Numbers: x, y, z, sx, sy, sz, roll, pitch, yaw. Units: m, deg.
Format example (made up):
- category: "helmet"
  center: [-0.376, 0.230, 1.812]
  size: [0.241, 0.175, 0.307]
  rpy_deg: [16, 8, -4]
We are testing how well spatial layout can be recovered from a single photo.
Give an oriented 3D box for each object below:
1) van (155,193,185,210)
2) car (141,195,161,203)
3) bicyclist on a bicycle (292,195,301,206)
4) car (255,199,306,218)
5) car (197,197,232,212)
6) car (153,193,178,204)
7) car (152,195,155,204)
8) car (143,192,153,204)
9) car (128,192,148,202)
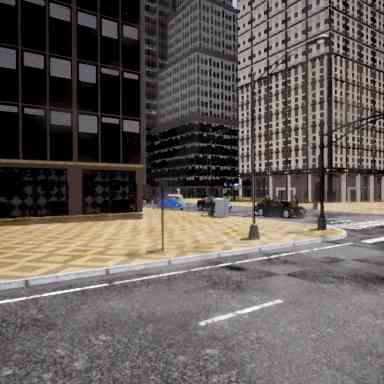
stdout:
- category: "van"
  center: [-2.377, 1.208, 39.539]
  size: [1.690, 1.788, 3.998]
  rpy_deg: [0, 0, -34]
- category: "car"
  center: [-7.838, 1.235, 62.590]
  size: [1.887, 1.381, 4.507]
  rpy_deg: [0, 0, -34]
- category: "bicyclist on a bicycle"
  center: [12.012, 1.114, 38.461]
  size: [1.656, 1.620, 0.582]
  rpy_deg: [-1, 1, -34]
- category: "car"
  center: [7.706, 1.417, 29.234]
  size: [1.837, 1.490, 4.892]
  rpy_deg: [-1, 1, -34]
- category: "car"
  center: [2.432, 1.359, 37.042]
  size: [2.128, 1.511, 4.902]
  rpy_deg: [-1, 1, -34]
- category: "car"
  center: [-4.737, 1.032, 57.999]
  size: [2.192, 1.841, 5.009]
  rpy_deg: [0, 0, -34]
- category: "car"
  center: [-3.219, 1.345, 45.420]
  size: [1.812, 1.442, 4.674]
  rpy_deg: [-1, 1, -34]
- category: "car"
  center: [-6.413, 1.248, 55.759]
  size: [1.837, 1.490, 4.892]
  rpy_deg: [-1, 1, -34]
- category: "car"
  center: [-10.940, 0.978, 67.179]
  size: [2.192, 1.841, 5.009]
  rpy_deg: [0, 0, -34]
